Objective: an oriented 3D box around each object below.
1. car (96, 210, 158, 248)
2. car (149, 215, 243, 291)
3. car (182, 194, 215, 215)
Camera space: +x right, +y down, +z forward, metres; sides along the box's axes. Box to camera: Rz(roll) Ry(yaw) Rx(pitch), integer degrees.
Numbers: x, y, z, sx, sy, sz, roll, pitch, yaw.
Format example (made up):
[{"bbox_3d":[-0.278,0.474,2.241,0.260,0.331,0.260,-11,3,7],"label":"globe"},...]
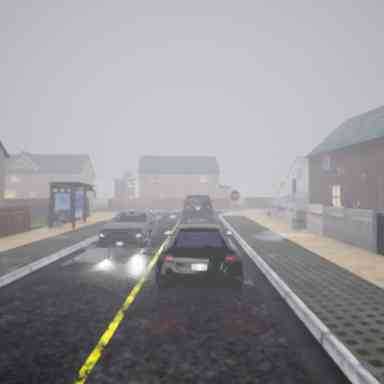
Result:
[{"bbox_3d":[-2.621,1.512,14.899,2.033,1.411,5.357,0,0,1],"label":"car"},{"bbox_3d":[0.192,1.541,9.004,1.994,1.385,4.181,0,0,1],"label":"car"},{"bbox_3d":[0.476,1.170,24.360,2.150,2.045,5.566,0,0,2],"label":"car"}]
